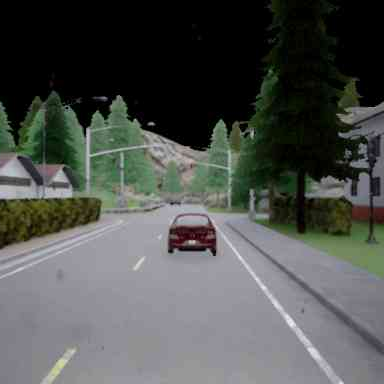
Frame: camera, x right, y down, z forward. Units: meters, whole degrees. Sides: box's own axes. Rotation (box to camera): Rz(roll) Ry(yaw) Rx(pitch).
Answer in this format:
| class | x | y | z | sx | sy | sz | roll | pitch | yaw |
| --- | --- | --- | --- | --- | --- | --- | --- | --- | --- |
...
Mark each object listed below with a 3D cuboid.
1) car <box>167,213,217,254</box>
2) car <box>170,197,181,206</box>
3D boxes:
| class | x | y | z | sx | sy | sz | roll | pitch | yaw |
| --- | --- | --- | --- | --- | --- | --- | --- | --- | --- |
| car | 0.027 | 1.638 | 14.223 | 1.882 | 1.535 | 5.008 | 0 | 0 | 1 |
| car | -3.531 | 2.042 | 73.099 | 2.150 | 2.045 | 5.566 | 0 | -1 | -2 |
